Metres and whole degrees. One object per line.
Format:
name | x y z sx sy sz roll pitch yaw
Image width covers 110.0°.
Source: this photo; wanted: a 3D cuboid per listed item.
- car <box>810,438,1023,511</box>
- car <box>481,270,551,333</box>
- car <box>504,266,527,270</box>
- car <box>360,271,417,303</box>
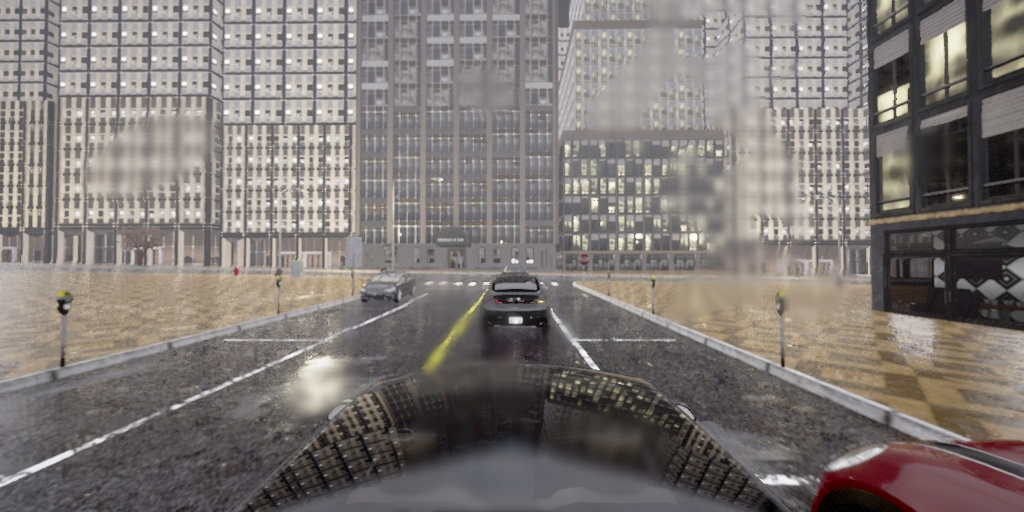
car | 2.692 1.181 0.419 1.967 1.591 4.097 0 0 0
car | 0.097 1.318 10.989 1.837 1.490 4.892 0 -1 0
car | 0.233 1.390 23.135 2.128 1.511 4.902 0 0 3
car | -5.827 1.409 17.349 2.007 1.370 4.403 0 0 0
